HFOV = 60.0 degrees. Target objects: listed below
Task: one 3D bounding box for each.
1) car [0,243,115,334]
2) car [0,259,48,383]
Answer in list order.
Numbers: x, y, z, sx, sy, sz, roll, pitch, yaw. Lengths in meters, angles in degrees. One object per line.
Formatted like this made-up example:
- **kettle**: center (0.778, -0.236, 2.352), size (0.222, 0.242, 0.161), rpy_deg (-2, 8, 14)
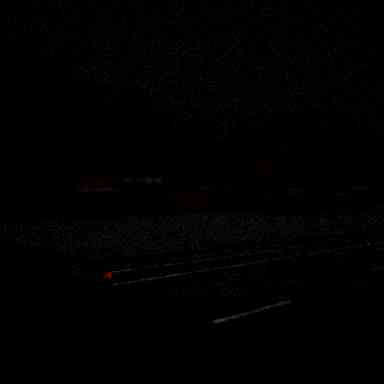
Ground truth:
- **car**: center (-3.380, 1.565, 5.266), size (4.181, 1.385, 1.994), rpy_deg (1, 0, -35)
- **car**: center (-3.419, 1.466, 1.246), size (4.902, 1.511, 2.128), rpy_deg (1, 0, -35)
